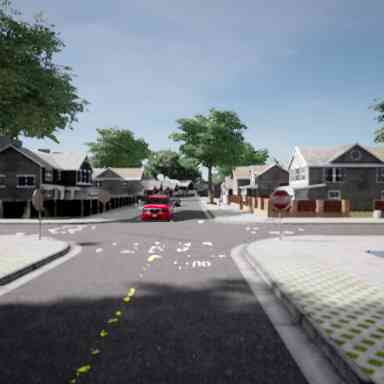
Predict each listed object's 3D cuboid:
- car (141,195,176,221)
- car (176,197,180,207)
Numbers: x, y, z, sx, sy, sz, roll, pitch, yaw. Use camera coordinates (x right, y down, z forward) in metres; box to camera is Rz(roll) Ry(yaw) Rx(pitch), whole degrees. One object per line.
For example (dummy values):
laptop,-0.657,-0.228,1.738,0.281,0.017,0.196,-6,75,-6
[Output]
car,-2.755,1.314,27.222,2.150,2.045,5.566,0,2,0
car,-2.760,1.482,51.265,2.128,1.511,4.902,0,0,0
